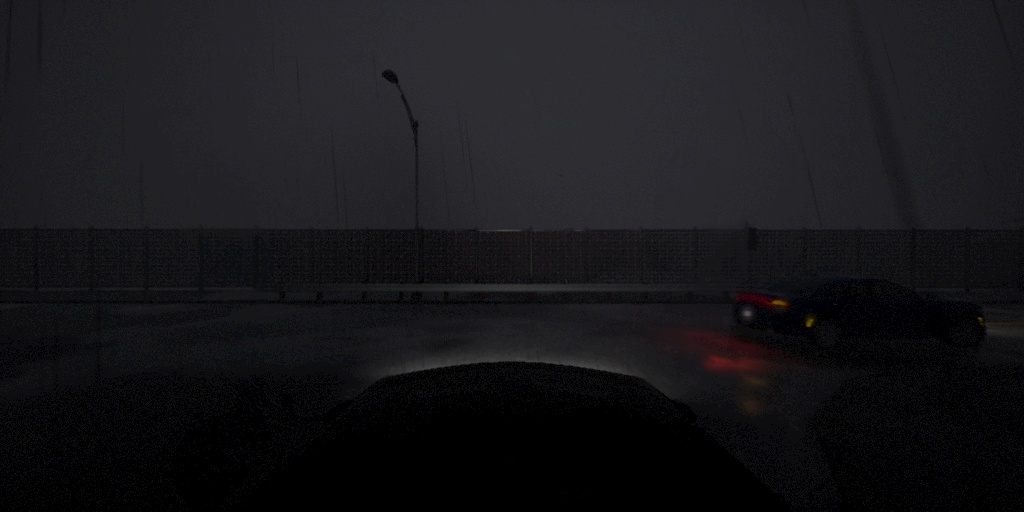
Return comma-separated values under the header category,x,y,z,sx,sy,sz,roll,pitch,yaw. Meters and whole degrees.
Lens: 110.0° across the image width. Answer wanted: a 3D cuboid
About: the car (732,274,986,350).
category,x,y,z,sx,sy,sz,roll,pitch,yaw
car,7.923,1.182,8.410,5.008,1.535,1.882,0,-1,-2
